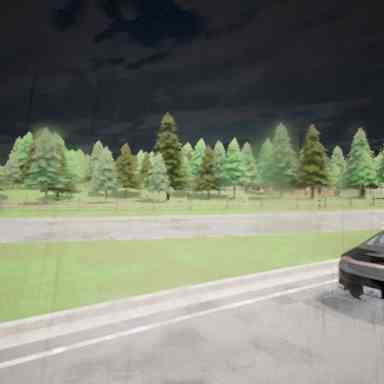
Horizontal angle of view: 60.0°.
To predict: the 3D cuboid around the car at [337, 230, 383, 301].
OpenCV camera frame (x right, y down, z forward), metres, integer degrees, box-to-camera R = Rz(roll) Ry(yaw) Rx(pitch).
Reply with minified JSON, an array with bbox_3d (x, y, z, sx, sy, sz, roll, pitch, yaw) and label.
[{"bbox_3d":[5.067,1.438,6.830,4.902,1.511,2.128,0,0,-32],"label":"car"}]
